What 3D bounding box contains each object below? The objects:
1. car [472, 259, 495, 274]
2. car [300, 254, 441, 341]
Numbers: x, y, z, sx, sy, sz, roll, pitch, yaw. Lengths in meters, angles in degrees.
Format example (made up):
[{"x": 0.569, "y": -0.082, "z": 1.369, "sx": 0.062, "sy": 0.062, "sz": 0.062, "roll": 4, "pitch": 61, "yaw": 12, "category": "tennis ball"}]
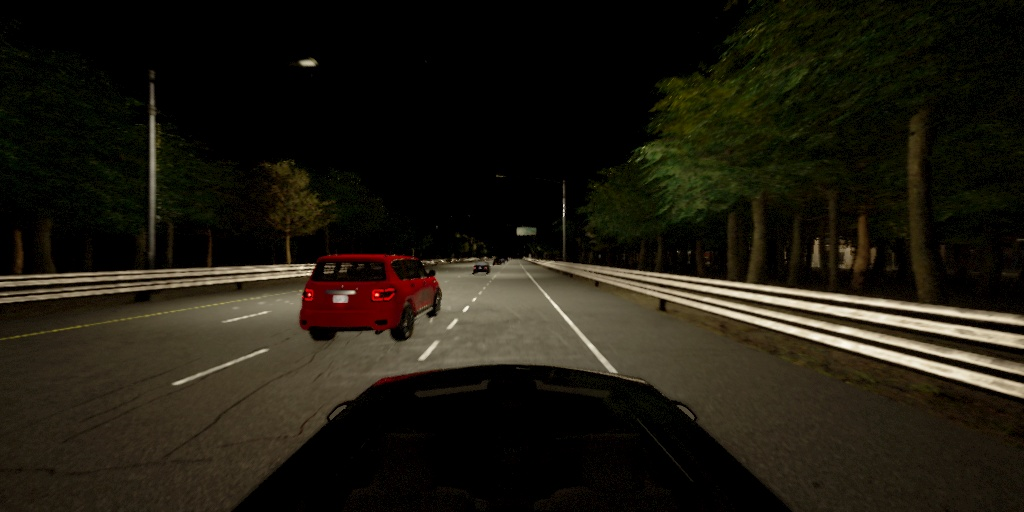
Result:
[{"x": -3.421, "y": 1.339, "z": 41.107, "sx": 2.033, "sy": 1.411, "sz": 5.357, "roll": 0, "pitch": 0, "yaw": 0, "category": "car"}, {"x": -3.499, "y": 0.977, "z": 10.007, "sx": 2.150, "sy": 2.045, "sz": 5.566, "roll": 0, "pitch": 0, "yaw": 0, "category": "car"}]
